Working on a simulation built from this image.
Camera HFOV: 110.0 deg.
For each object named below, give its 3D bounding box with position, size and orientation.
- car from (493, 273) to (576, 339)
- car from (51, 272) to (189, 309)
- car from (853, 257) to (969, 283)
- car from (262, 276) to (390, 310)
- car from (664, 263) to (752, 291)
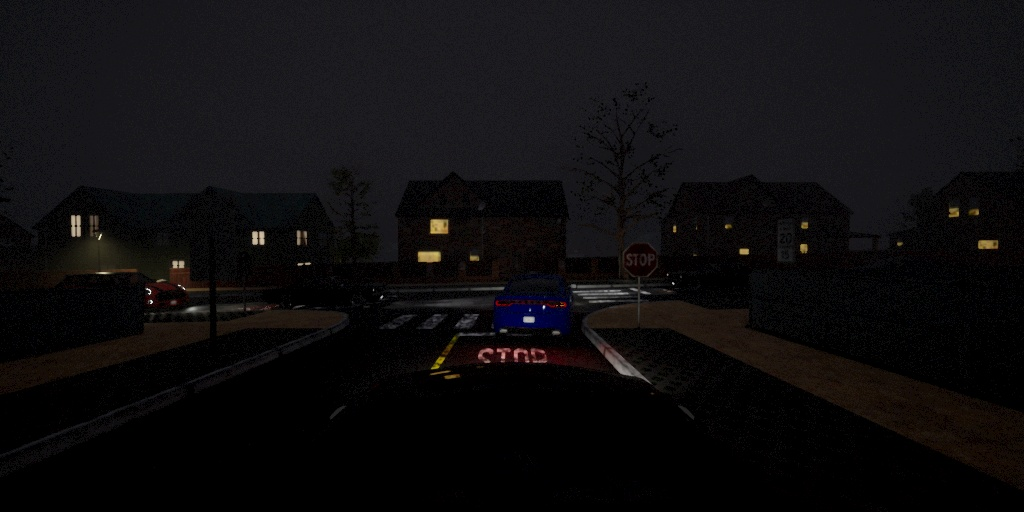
[{"bbox_3d":[0.788,1.226,10.198,1.882,1.535,5.008,0,0,10],"label":"car"},{"bbox_3d":[-16.796,1.471,15.402,4.553,1.767,2.097,-1,1,0],"label":"car"},{"bbox_3d":[20.060,0.752,18.365,5.357,1.411,2.033,-1,1,0],"label":"car"},{"bbox_3d":[-7.808,1.505,15.408,4.718,1.301,1.895,-1,1,0],"label":"car"},{"bbox_3d":[10.414,1.033,18.331,4.718,1.301,1.895,-1,1,-1],"label":"car"}]
